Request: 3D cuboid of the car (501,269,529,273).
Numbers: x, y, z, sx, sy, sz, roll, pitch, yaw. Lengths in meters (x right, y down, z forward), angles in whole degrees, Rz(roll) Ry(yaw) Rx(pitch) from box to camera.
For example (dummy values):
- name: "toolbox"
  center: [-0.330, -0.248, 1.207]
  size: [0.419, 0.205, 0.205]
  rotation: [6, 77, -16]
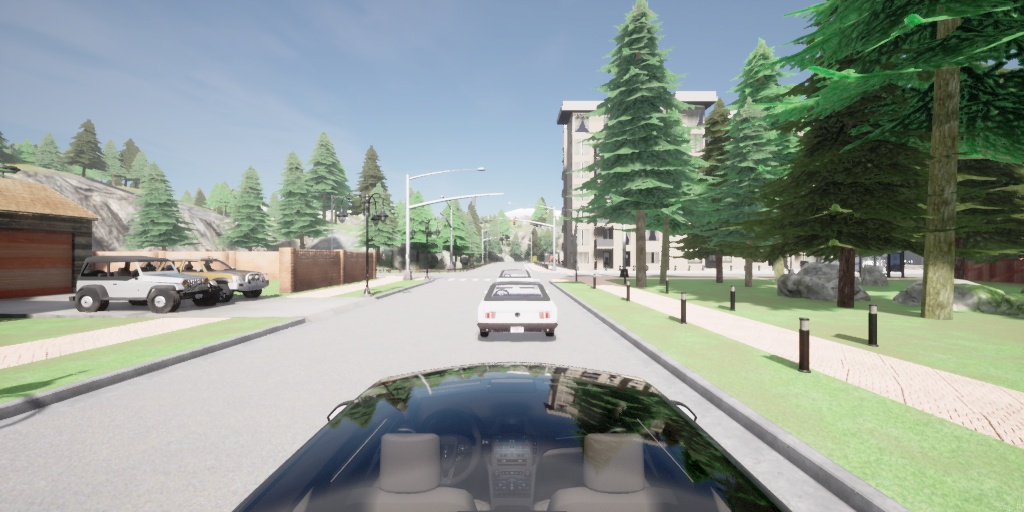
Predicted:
- name: "car"
  center: [0.162, 1.351, 19.404]
  size: [1.895, 1.301, 4.718]
  rotation: [0, 0, 0]

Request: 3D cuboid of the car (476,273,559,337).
- name: "car"
  center: [0.132, 1.351, 10.236]
  size: [1.895, 1.301, 4.718]
  rotation: [0, 0, 0]
